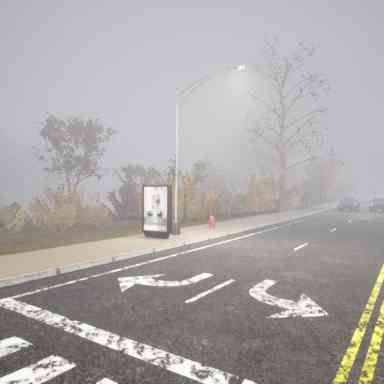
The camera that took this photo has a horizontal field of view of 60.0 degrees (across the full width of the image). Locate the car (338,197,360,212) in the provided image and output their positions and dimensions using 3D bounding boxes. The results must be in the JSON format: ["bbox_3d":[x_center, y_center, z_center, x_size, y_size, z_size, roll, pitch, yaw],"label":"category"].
[{"bbox_3d":[18.739,1.390,39.696,2.097,1.767,4.553,0,0,31],"label":"car"}]

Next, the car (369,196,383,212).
[{"bbox_3d":[21.539,1.393,38.046,2.097,1.767,4.553,0,0,31],"label":"car"}]
